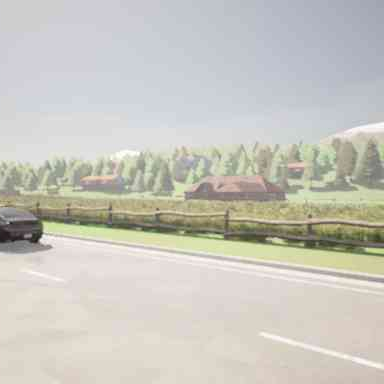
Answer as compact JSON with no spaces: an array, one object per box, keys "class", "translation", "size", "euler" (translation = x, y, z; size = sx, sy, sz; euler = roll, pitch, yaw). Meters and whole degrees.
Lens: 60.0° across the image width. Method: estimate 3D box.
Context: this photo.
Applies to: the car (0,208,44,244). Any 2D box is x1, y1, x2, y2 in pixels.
[{"class":"car","translation":[-8.270,1.442,14.180],"size":[4.892,1.490,1.837],"euler":[0,0,36]}]
